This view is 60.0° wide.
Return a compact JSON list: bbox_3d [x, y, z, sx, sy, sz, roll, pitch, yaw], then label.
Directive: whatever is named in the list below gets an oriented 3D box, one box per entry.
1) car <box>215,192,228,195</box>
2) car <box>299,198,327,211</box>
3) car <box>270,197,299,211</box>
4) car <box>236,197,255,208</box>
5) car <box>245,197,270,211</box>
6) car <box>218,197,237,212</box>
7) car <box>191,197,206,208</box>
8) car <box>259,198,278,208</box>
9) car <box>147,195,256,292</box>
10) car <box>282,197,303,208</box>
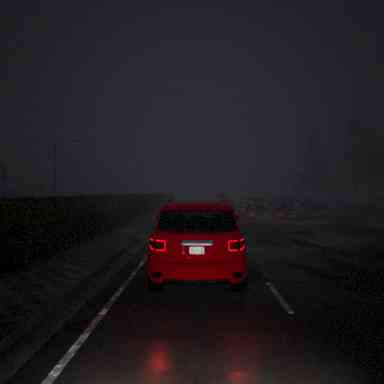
[{"bbox_3d":[4.446,1.221,50.052,2.150,2.045,5.566,0,0,1],"label":"car"},{"bbox_3d":[14.764,1.478,40.649,1.882,1.535,5.008,0,0,1],"label":"car"},{"bbox_3d":[11.280,1.352,41.487,2.097,1.767,4.553,0,0,1],"label":"car"},{"bbox_3d":[7.944,1.491,49.954,2.128,1.511,4.902,0,0,1],"label":"car"},{"bbox_3d":[7.765,1.352,40.755,2.097,1.767,4.553,0,0,1],"label":"car"},{"bbox_3d":[4.258,1.478,40.437,1.882,1.535,5.008,0,0,1],"label":"car"},{"bbox_3d":[0.946,1.491,50.090,2.128,1.511,4.902,0,0,1],"label":"car"},{"bbox_3d":[11.444,1.564,49.886,1.994,1.385,4.181,0,0,1],"label":"car"},{"bbox_3d":[0.147,1.221,9.095,2.150,2.045,5.566,0,0,1],"label":"car"},{"bbox_3d":[14.943,1.505,49.817,1.837,1.490,4.892,0,0,1],"label":"car"}]
